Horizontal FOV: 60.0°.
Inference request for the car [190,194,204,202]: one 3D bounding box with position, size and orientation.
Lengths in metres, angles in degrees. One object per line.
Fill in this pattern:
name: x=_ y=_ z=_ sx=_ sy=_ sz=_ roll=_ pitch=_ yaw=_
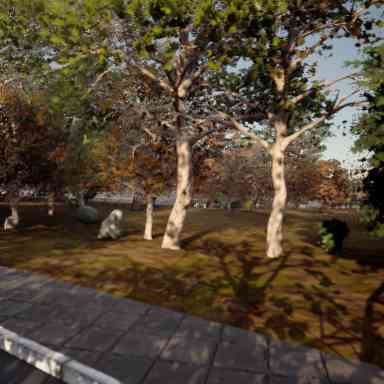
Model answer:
car: x=-0.160 y=1.517 z=92.861 sx=2.435 sy=2.045 sz=5.566 roll=6 pitch=1 yaw=42
